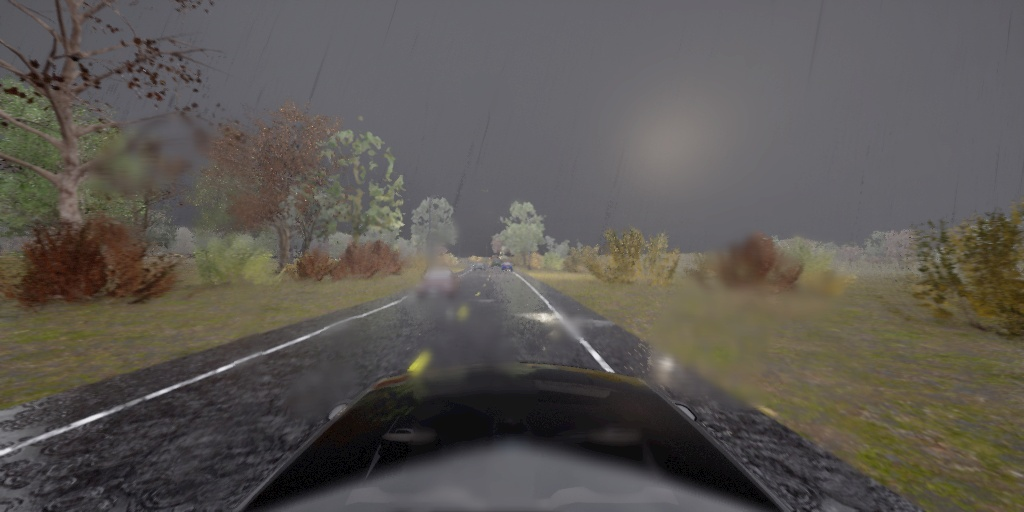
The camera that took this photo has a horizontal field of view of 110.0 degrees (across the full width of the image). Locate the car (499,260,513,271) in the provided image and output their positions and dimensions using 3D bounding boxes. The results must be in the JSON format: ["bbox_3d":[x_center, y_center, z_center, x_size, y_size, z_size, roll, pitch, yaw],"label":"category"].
[{"bbox_3d":[-0.919,1.845,64.268,1.882,1.535,5.008,0,-1,-4],"label":"car"}]

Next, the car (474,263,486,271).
[{"bbox_3d":[-5.529,1.913,61.705,1.994,1.385,4.181,0,-1,-3],"label":"car"}]

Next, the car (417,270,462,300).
[{"bbox_3d":[-3.789,1.470,19.392,1.812,1.442,4.674,0,-1,-1],"label":"car"}]
